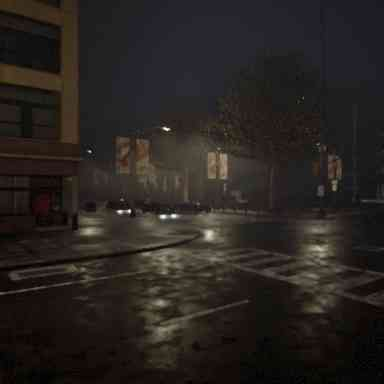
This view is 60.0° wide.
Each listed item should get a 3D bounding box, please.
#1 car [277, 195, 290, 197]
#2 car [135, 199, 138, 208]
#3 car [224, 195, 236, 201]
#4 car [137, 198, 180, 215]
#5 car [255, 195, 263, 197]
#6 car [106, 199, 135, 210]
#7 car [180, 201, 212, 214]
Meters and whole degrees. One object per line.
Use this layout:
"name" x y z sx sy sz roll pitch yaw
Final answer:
"car" 18.581 1.239 69.349 2.002 1.452 4.674 0 0 -36
"car" -6.331 1.535 43.998 1.994 1.385 4.181 0 0 -36
"car" 8.106 1.339 76.835 2.161 1.482 4.786 0 0 -36
"car" -3.492 1.539 34.021 1.994 1.385 4.181 0 0 -36
"car" 17.760 1.372 83.282 1.895 1.301 4.718 0 0 -36
"car" -9.324 1.539 42.172 1.994 1.385 4.181 0 0 -35
"car" 0.000 1.571 35.154 1.895 1.301 4.718 0 0 -36
